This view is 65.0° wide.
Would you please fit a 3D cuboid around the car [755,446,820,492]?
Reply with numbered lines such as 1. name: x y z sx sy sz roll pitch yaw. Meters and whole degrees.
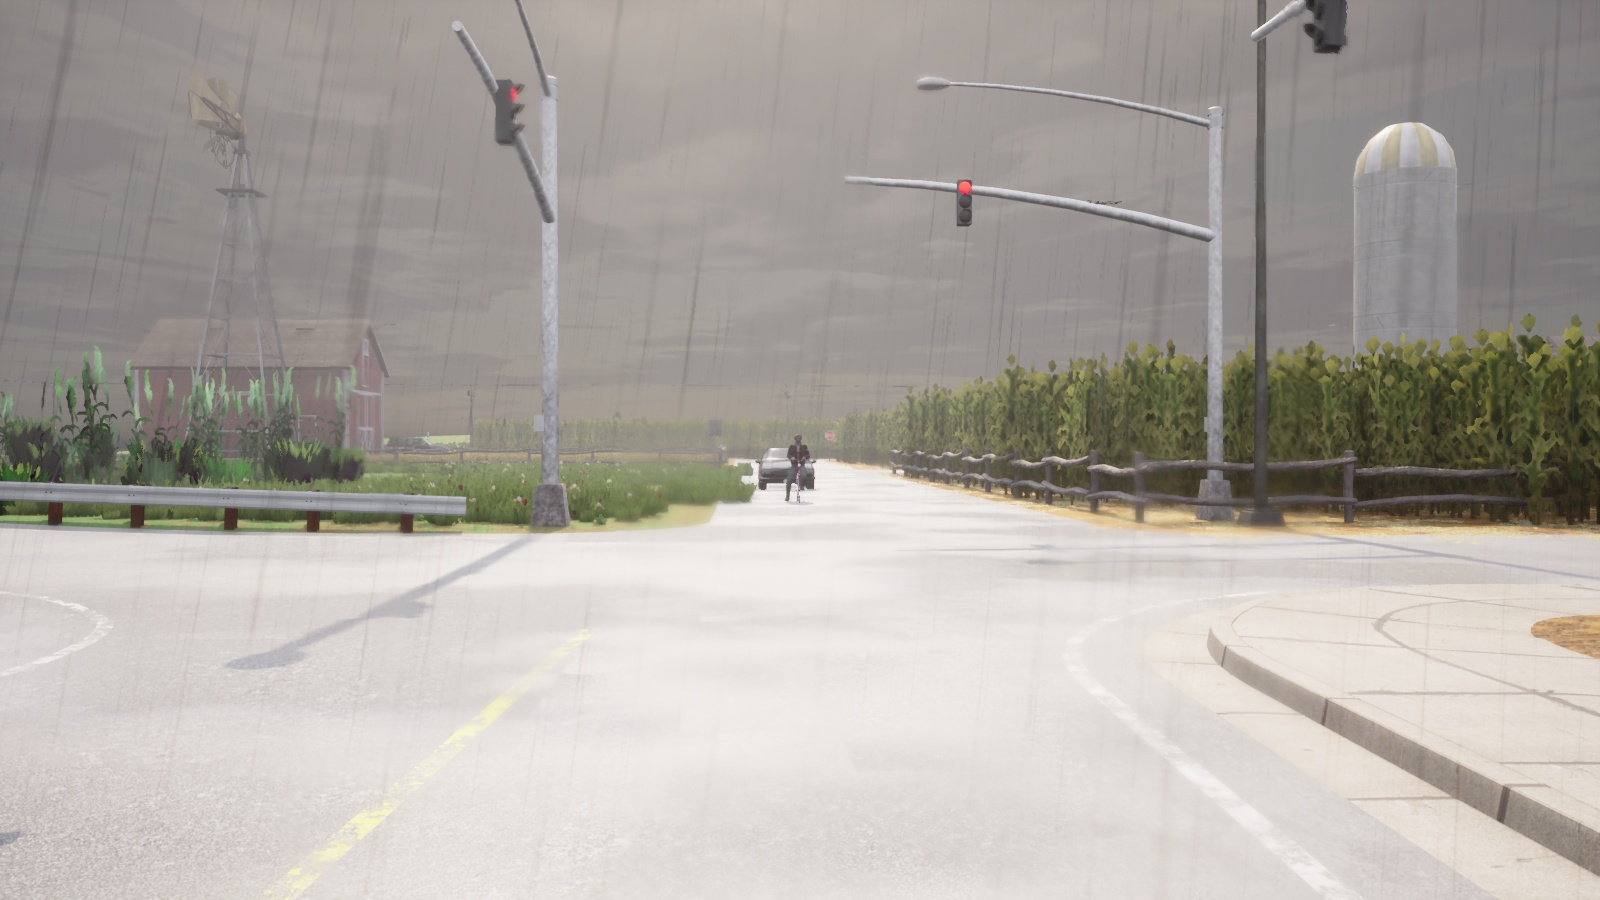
1. car: -0.491 0.590 42.270 2.033 1.411 5.357 0 0 -3
